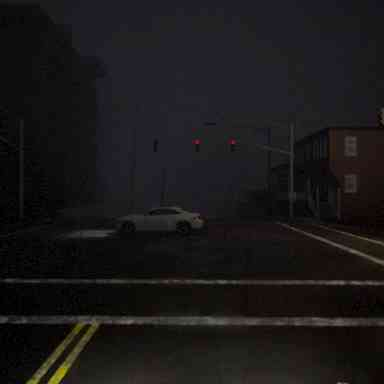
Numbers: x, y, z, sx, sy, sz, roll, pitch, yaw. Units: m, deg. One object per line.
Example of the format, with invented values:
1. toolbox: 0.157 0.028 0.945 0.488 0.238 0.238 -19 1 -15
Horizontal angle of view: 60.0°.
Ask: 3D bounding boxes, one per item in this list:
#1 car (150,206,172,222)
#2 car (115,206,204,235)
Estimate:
1. car: -3.604 2.720 39.778 2.033 1.411 5.357 0 -9 0
2. car: -1.717 1.482 17.837 4.674 1.442 1.812 0 0 1
